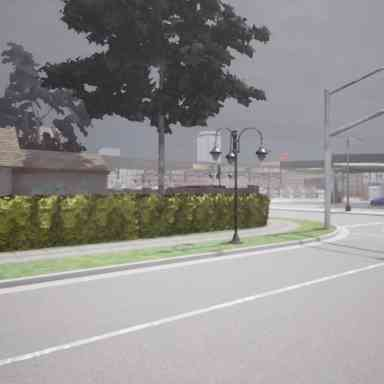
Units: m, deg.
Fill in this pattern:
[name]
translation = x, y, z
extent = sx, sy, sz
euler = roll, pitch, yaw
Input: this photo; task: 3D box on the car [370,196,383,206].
[car]
translation = 28.486, 1.274, 48.455
extent = 2.242, 1.667, 4.611
euler = 0, 0, -35
